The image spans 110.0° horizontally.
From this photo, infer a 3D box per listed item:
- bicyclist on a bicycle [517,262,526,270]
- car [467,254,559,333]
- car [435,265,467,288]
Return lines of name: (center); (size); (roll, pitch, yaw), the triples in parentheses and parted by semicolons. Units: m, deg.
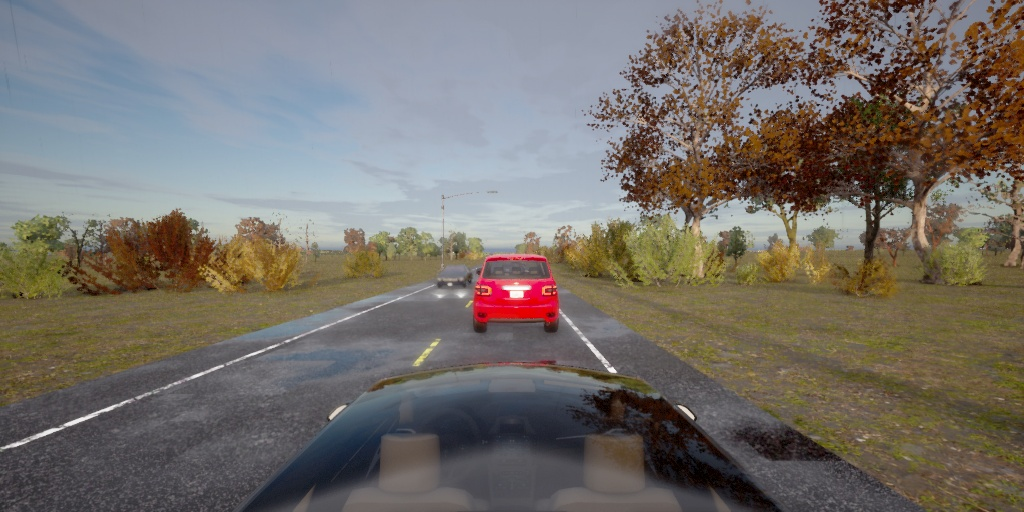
bicyclist on a bicycle: (0.873, 1.110, 30.063); (0.659, 1.776, 1.843); (0, 0, 0)
car: (0.083, 0.968, 10.884); (2.150, 2.045, 5.566); (0, 0, -1)
car: (-3.652, 1.290, 23.679); (2.033, 1.411, 5.357); (0, 0, -1)
